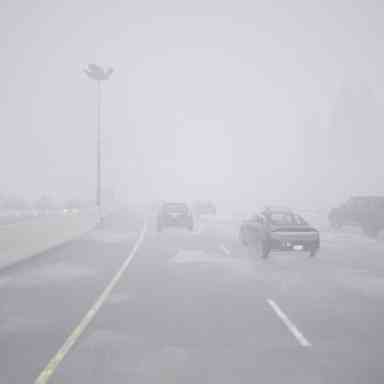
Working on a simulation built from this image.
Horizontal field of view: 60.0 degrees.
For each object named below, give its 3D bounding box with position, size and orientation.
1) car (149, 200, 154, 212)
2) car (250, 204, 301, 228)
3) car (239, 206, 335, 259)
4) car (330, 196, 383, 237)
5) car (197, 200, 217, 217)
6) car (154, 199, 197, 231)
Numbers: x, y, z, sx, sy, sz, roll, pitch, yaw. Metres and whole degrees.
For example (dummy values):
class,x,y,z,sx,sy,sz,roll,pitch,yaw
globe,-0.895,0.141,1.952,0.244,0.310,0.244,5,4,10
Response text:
class,x,y,z,sx,sy,sz,roll,pitch,yaw
car,-3.948,1.557,39.159,2.033,1.411,5.357,0,0,-11
car,5.644,1.590,23.172,1.895,1.301,4.718,0,0,-7
car,3.079,1.486,12.544,2.128,1.511,4.902,0,0,-4
car,9.678,1.202,18.133,2.150,2.045,5.566,0,0,-5
car,1.010,1.491,31.146,2.128,1.511,4.902,0,0,-9
car,-1.160,1.355,20.830,2.097,1.767,4.553,0,0,-6
